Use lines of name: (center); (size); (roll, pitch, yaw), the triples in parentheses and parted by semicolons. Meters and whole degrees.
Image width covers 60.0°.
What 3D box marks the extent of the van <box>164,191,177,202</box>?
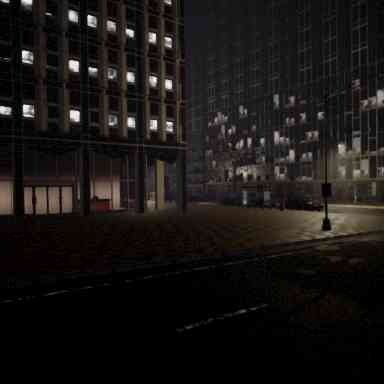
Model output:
van: (-3.825, 0.936, 59.740); (1.690, 1.788, 3.998); (0, 1, -34)

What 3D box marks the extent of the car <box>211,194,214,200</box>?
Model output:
car: (3.083, 1.041, 64.485); (1.802, 1.307, 4.206); (-1, 1, -34)

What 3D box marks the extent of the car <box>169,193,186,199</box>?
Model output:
car: (-3.351, 0.934, 73.856); (1.802, 1.307, 4.206); (0, 1, -34)

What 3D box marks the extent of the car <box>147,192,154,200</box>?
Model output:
car: (-10.260, 1.038, 69.113); (2.008, 1.369, 4.403); (0, 1, -34)

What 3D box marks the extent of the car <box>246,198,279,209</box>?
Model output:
car: (8.951, 1.386, 40.941); (1.802, 1.307, 4.206); (-1, 1, -34)

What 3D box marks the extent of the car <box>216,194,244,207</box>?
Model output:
car: (5.782, 1.318, 45.658); (1.947, 1.339, 4.313); (-1, 1, -34)

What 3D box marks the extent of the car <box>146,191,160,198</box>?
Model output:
car: (-9.787, 0.684, 83.224); (1.967, 1.590, 4.097); (0, 1, -34)

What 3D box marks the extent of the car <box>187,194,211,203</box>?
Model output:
car: (0.873, 1.158, 57.523); (1.994, 1.385, 4.181); (-1, 1, -34)

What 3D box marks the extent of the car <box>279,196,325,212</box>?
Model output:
car: (12.155, 1.422, 36.243); (1.947, 1.339, 4.313); (-1, 1, -34)

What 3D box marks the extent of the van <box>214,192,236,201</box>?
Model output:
van: (6.300, 0.853, 59.797); (1.690, 1.788, 3.998); (-1, 1, -34)
